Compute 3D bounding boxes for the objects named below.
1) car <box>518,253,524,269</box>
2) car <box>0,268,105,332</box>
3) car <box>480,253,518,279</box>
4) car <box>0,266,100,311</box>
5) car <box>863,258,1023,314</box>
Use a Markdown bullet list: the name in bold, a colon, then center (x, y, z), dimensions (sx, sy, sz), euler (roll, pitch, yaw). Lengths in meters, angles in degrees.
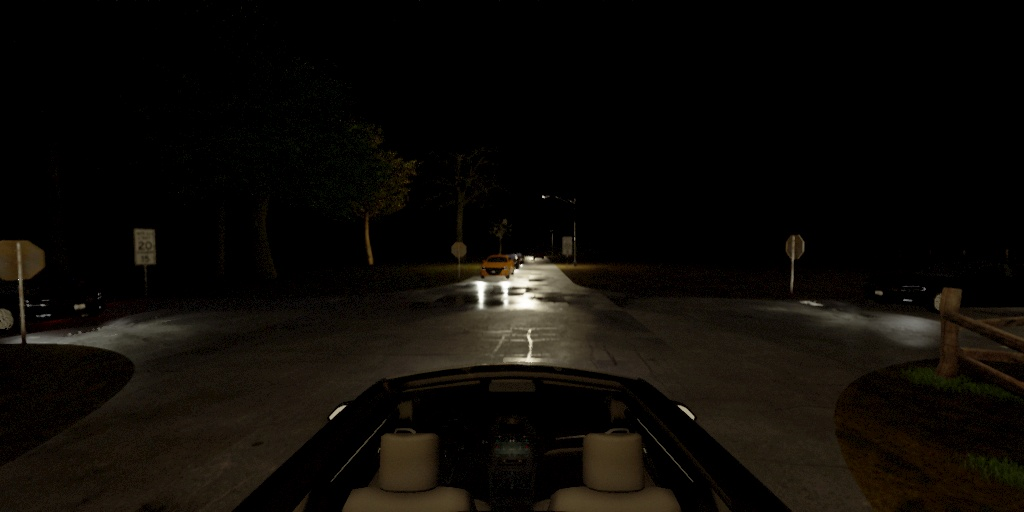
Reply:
- **car**: center (-0.137, 0.510, 35.501), dimensions (2.033, 1.411, 5.357), euler (0, 1, 4)
- **car**: center (-14.686, 1.188, 10.262), dimensions (5.008, 1.535, 1.882), euler (-1, 2, 4)
- **car**: center (-0.927, 0.673, 24.995), dimensions (1.882, 1.535, 5.008), euler (0, 1, 5)
- **car**: center (-18.672, 1.166, 13.437), dimensions (4.674, 1.442, 1.812), euler (0, 2, 5)
- **car**: center (13.785, 0.836, 10.915), dimensions (5.008, 1.535, 1.882), euler (-1, 2, 3)
